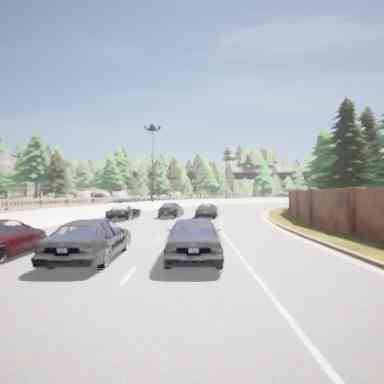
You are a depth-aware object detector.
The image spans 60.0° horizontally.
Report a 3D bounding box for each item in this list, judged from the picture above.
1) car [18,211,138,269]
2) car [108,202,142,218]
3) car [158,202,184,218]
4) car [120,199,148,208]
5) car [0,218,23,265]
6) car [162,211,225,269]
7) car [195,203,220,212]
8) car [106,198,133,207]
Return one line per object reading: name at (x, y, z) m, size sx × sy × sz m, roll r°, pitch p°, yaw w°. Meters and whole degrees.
car at (-3.433, 1.616, 11.340) m, size 2.033 × 1.411 × 5.357 m, roll 0°, pitch 0°, yaw 0°
car at (-5.923, 1.776, 29.383) m, size 1.895 × 1.301 × 4.718 m, roll 0°, pitch 0°, yaw 8°
car at (-1.981, 1.715, 31.906) m, size 1.812 × 1.442 × 4.674 m, roll 0°, pitch 0°, yaw 10°
car at (-9.749, 1.881, 56.277) m, size 2.033 × 1.411 × 5.357 m, roll 0°, pitch 0°, yaw 22°
car at (-6.928, 1.635, 11.945) m, size 1.994 × 1.385 × 4.181 m, roll 0°, pitch 0°, yaw 1°
car at (0.062, 1.616, 11.337) m, size 2.033 × 1.411 × 5.357 m, roll 0°, pitch 0°, yaw 1°
car at (1.492, 1.751, 31.400) m, size 1.994 × 1.385 × 4.181 m, roll 0°, pitch 0°, yaw 10°
car at (-12.618, 1.837, 58.400) m, size 2.128 × 1.511 × 4.902 m, roll 0°, pitch 0°, yaw 22°
